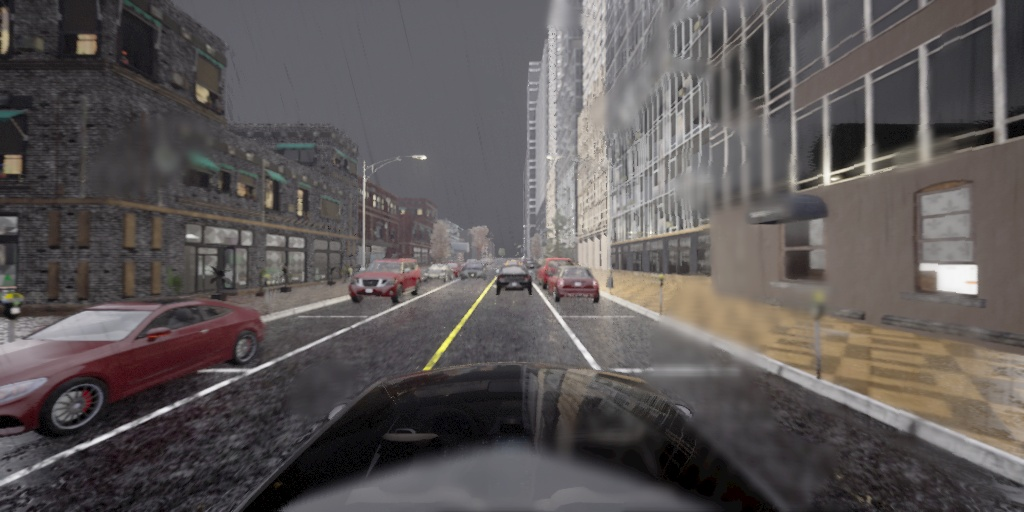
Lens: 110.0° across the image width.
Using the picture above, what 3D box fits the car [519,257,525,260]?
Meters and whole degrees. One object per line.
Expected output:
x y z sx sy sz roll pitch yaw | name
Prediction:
0.142 1.192 39.729 1.882 1.535 5.008 0 0 0 | car

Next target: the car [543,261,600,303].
2.708 1.175 16.655 1.967 1.591 4.097 0 0 0 | car

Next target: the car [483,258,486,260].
-5.626 1.267 56.228 1.948 1.339 4.313 0 0 0 | car

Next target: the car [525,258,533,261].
2.748 1.271 50.519 1.948 1.339 4.313 0 0 0 | car

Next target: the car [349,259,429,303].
-5.672 1.050 16.720 2.192 1.841 5.009 0 0 0 | car

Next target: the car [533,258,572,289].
2.715 1.044 22.299 2.192 1.841 5.009 0 0 0 | car

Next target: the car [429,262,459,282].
-5.659 1.276 28.008 2.007 1.370 4.403 0 0 0 | car

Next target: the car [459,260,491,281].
-3.059 1.287 29.785 1.994 1.385 4.181 0 0 0 | car

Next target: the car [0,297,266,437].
-5.685 1.329 5.433 1.802 1.307 4.207 0 0 0 | car

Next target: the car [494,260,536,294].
0.115 1.210 20.031 1.882 1.535 5.008 0 0 0 | car
